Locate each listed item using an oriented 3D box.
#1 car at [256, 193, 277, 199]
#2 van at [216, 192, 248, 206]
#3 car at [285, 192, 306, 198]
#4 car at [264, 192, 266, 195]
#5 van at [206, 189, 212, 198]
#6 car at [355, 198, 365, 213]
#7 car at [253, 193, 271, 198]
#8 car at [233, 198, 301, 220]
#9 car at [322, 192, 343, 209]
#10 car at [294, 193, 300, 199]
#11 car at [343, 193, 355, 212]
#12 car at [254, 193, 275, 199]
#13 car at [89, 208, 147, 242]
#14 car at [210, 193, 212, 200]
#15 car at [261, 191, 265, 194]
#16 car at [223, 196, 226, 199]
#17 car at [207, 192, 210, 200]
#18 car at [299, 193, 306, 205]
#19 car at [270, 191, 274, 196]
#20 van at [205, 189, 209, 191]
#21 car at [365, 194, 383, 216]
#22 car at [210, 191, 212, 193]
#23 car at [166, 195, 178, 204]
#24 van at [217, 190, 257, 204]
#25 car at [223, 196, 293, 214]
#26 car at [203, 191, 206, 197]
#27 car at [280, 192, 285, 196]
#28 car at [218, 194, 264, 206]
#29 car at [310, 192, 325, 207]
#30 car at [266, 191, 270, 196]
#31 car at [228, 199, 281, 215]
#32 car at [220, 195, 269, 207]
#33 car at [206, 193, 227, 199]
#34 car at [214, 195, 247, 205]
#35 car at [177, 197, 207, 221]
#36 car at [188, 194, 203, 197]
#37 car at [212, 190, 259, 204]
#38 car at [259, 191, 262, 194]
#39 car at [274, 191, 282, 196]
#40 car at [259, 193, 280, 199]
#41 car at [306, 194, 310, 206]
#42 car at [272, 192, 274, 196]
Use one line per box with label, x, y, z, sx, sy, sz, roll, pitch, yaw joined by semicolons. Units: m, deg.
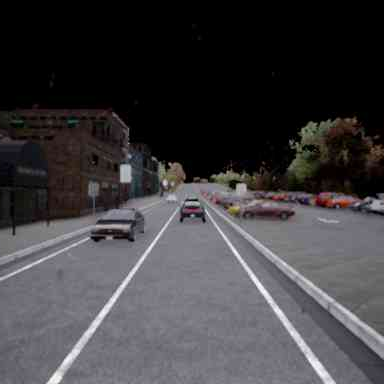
car;19.141;1.006;85.432;4.892;1.521;2.231;0;1;0
van;5.893;1.058;49.234;4.442;1.987;1.878;0;0;0
car;19.132;1.100;57.582;4.553;1.767;2.185;0;0;0
car;19.124;1.139;74.293;4.674;1.452;2.002;0;0;0
van;5.920;0.896;71.563;4.442;1.987;1.878;0;0;0
car;19.101;1.268;32.644;4.553;1.767;2.185;0;0;0
car;19.144;0.996;91.003;4.674;1.452;2.002;0;1;0
car;5.998;1.472;27.112;4.674;1.452;2.002;1;0;0
car;19.048;1.213;40.874;4.553;1.767;2.185;0;0;0
car;19.064;1.294;52.015;4.792;1.488;2.163;0;0;0
car;19.104;1.249;35.428;4.553;1.767;2.185;0;0;0
car;19.143;0.980;88.217;5.008;1.535;2.097;0;1;0
car;-3.384;1.500;16.288;2.033;1.411;5.357;0;0;0
car;6.202;1.243;54.802;5.366;1.575;1.946;0;0;0
car;19.093;0.950;77.077;4.553;1.767;2.185;0;0;0
car;5.996;1.417;35.320;4.674;1.452;2.002;0;0;0
car;6.005;1.173;68.719;4.792;1.488;2.163;0;0;0
car;19.095;1.283;49.228;5.008;1.535;2.097;0;0;0
car;19.082;1.017;68.723;4.553;1.767;2.185;0;0;0
van;6.175;0.756;88.200;4.442;1.987;1.878;0;1;0
car;19.095;1.162;29.733;5.566;2.045;2.435;0;0;0
car;5.993;1.081;60.369;4.553;1.767;2.185;0;0;0
car;-3.438;1.235;57.082;1.812;1.442;4.674;0;0;0
van;5.887;1.094;43.792;4.442;1.987;1.878;0;0;0
car;5.801;1.411;29.754;5.366;1.575;1.946;0;0;0
car;5.859;1.074;77.069;5.366;1.575;1.946;0;0;0
car;19.110;1.207;60.369;4.892;1.521;2.231;0;0;0
car;5.993;1.341;40.886;4.892;1.521;2.231;0;0;0
car;19.112;1.068;43.782;5.566;2.045;2.435;0;0;0
car;19.112;1.121;71.508;5.008;1.535;2.097;0;0;0
car;6.019;1.425;32.537;4.792;1.488;2.163;0;0;0
car;5.967;1.388;38.103;4.792;1.488;2.163;0;0;0
car;6.046;1.030;82.636;5.008;1.535;2.097;0;0;0
car;6.007;1.266;52.019;4.892;1.521;2.231;0;0;0
car;0.044;1.405;25.793;1.837;1.490;4.892;0;0;0
car;0.007;1.292;42.491;2.128;1.511;4.902;0;0;0
car;5.978;1.051;46.451;5.566;2.045;2.435;0;0;0
car;19.099;0.802;79.860;5.566;2.045;2.435;0;1;0
car;19.079;0.934;63.150;5.566;2.045;2.435;0;0;0
car;19.160;1.059;82.650;4.792;1.488;2.163;0;0;0
car;19.272;1.298;46.568;5.366;1.575;1.946;0;0;0
car;19.115;1.164;65.939;5.008;1.535;2.097;0;0;0
